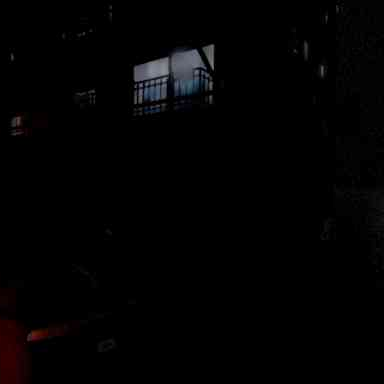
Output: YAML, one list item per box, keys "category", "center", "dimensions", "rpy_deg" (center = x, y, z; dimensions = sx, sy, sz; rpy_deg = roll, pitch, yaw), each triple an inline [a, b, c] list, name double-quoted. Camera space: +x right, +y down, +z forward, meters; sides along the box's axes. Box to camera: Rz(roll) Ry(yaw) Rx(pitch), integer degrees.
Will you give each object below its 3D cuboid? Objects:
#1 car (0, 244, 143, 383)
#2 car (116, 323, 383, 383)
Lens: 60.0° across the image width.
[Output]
- category: "car"
  center: [-2.716, 1.436, 4.810]
  dimensions: [4.507, 1.381, 1.887]
  rpy_deg: [2, 1, 35]
- category: "car"
  center: [1.874, 1.582, 1.542]
  dimensions: [4.313, 1.339, 1.947]
  rpy_deg: [2, 1, 35]
